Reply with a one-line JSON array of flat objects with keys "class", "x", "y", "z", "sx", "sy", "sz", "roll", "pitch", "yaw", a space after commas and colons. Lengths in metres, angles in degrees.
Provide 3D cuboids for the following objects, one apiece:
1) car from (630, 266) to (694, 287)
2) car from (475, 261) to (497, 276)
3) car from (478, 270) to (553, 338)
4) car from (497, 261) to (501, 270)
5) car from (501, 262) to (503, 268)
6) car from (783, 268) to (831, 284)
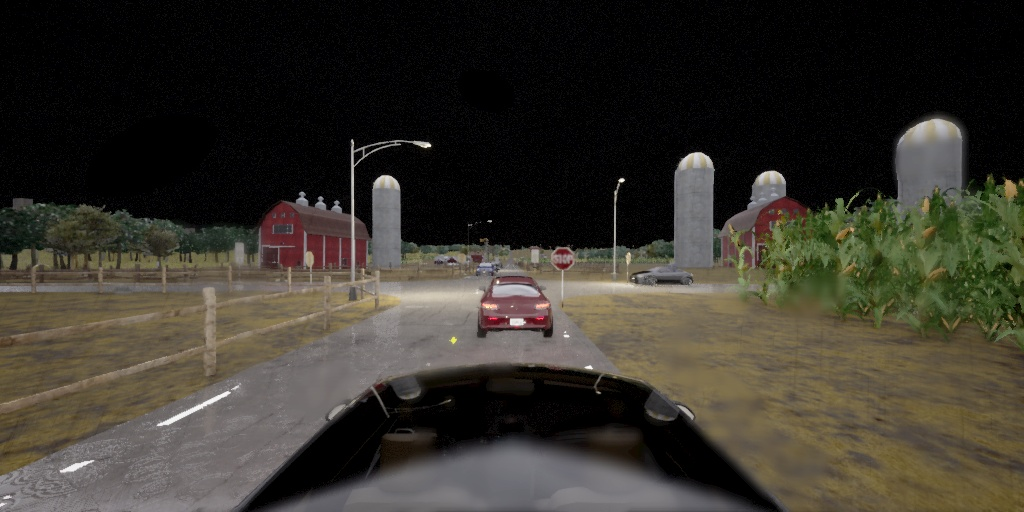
[{"class": "car", "x": 10.600, "y": 1.424, "z": 25.511, "sx": 4.181, "sy": 1.385, "sz": 1.994, "roll": 0, "pitch": 1, "yaw": -3}, {"class": "car", "x": -2.913, "y": 1.434, "z": 39.925, "sx": 1.812, "sy": 1.442, "sz": 4.674, "roll": 0, "pitch": 0, "yaw": 0}, {"class": "car", "x": 0.037, "y": 1.283, "z": 10.146, "sx": 1.812, "sy": 1.442, "sz": 4.674, "roll": 0, "pitch": 0, "yaw": -2}, {"class": "car", "x": -2.920, "y": 1.534, "z": 49.372, "sx": 1.994, "sy": 1.385, "sz": 4.181, "roll": 0, "pitch": 0, "yaw": 0}, {"class": "car", "x": -2.931, "y": 1.557, "z": 58.651, "sx": 1.837, "sy": 1.490, "sz": 4.892, "roll": 0, "pitch": 0, "yaw": 0}, {"class": "car", "x": 22.414, "y": 1.512, "z": 25.665, "sx": 5.357, "sy": 1.411, "sz": 2.033, "roll": 1, "pitch": 1, "yaw": 0}]
